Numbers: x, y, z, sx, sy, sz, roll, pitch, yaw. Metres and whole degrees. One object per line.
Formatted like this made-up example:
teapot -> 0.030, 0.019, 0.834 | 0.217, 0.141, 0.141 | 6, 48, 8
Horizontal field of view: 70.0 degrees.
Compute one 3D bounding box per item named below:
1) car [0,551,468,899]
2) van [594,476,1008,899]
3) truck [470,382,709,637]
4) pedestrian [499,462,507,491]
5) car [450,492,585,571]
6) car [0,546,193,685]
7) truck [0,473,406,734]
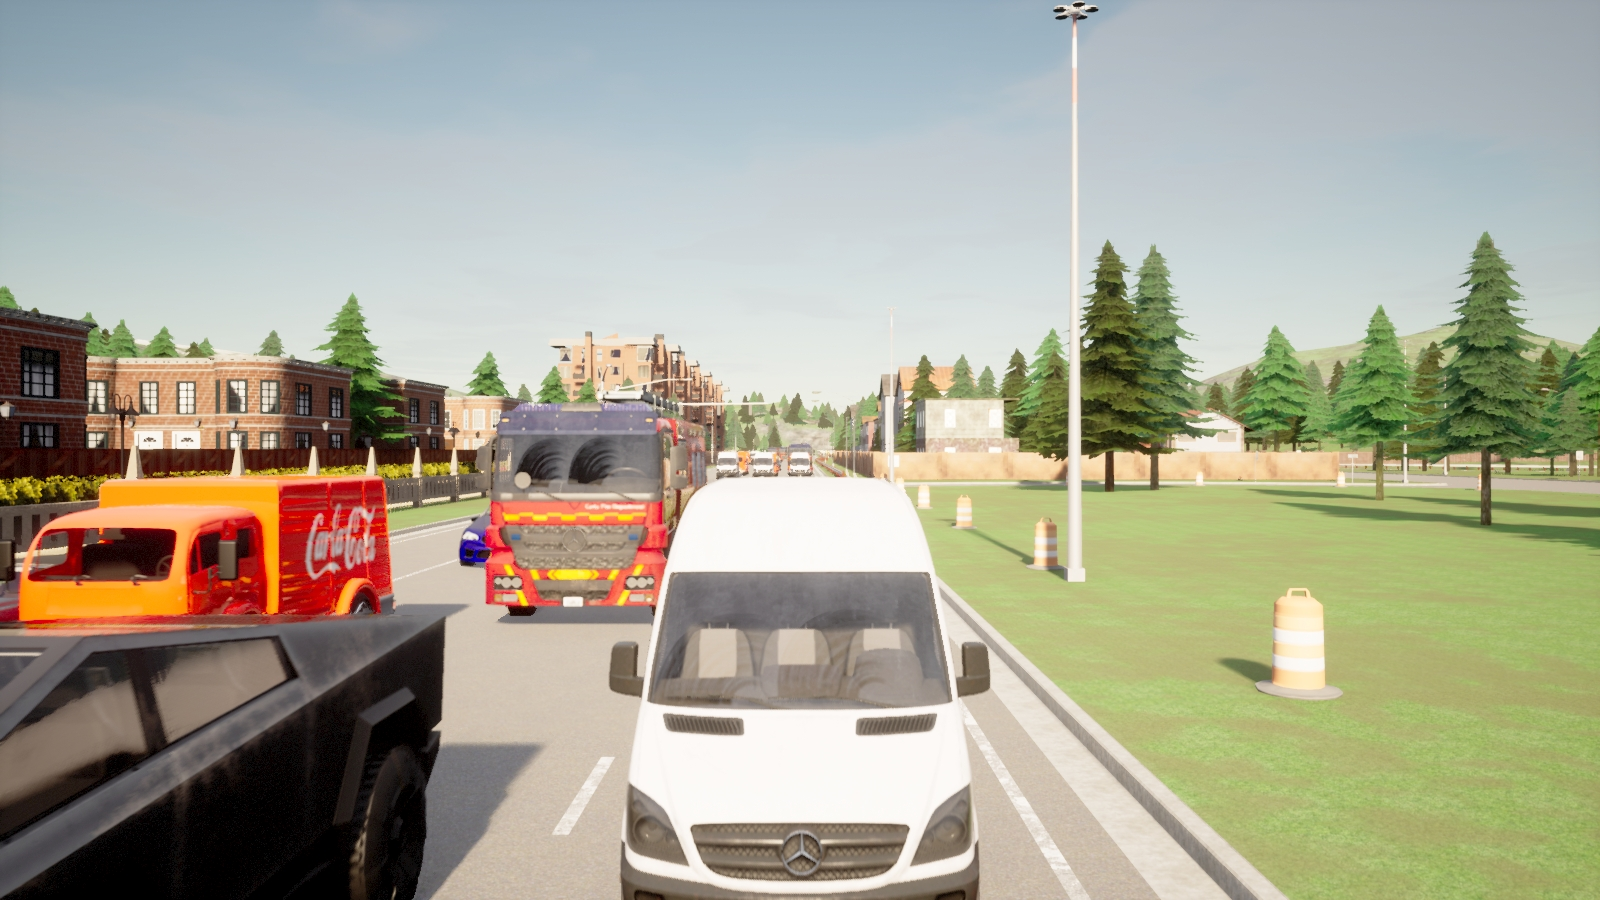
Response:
car -> -3.499, 1.754, 4.797 | 2.390, 2.098, 6.274 | 0, 0, 0
van -> 0.005, 1.534, 8.445 | 1.988, 2.561, 5.915 | 0, 0, 0
truck -> -3.493, 0.891, 21.359 | 2.891, 3.827, 8.468 | 0, 0, 0
pedestrian -> -18.988, 1.702, 73.065 | 0.375, 1.860, 0.375 | 0, 0, 0
car -> -6.995, 1.967, 28.827 | 2.242, 1.667, 4.611 | 0, 0, 0
car -> -10.499, 2.155, 15.626 | 1.895, 1.301, 4.718 | 0, 0, 0
truck -> -6.999, 1.567, 13.871 | 2.627, 2.467, 5.204 | 0, 0, 0
